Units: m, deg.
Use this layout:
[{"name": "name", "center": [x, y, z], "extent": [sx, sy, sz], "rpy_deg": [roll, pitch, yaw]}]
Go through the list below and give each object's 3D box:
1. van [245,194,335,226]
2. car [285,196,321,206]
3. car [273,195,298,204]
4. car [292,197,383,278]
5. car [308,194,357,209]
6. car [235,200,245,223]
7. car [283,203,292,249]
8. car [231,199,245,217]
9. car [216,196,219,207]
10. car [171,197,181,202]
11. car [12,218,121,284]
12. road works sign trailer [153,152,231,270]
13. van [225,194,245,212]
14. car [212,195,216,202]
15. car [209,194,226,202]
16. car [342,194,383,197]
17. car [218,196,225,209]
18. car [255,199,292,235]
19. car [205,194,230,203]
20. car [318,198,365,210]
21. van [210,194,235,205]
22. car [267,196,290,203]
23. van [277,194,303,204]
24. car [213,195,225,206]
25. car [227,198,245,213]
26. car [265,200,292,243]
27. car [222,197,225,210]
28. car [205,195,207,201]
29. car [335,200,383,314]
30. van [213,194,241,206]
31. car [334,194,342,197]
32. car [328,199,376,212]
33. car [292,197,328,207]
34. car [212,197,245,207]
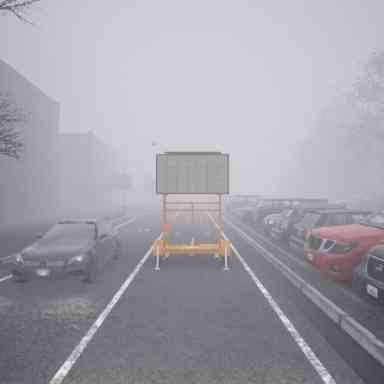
[{"name": "van", "center": [5.577, 1.261, 19.342], "extent": [4.442, 1.987, 1.878], "rpy_deg": [0, 0, 0]}, {"name": "car", "center": [18.617, 1.541, 55.870], "extent": [5.366, 1.575, 1.946], "rpy_deg": [0, 0, 0]}, {"name": "car", "center": [18.787, 1.460, 67.008], "extent": [4.553, 1.767, 2.185], "rpy_deg": [0, 0, 0]}, {"name": "car", "center": [5.656, 1.232, 8.129], "extent": [5.566, 2.045, 2.435], "rpy_deg": [0, 0, 0]}, {"name": "car", "center": [18.765, 1.255, 44.731], "extent": [5.566, 2.045, 2.435], "rpy_deg": [0, 0, 0]}, {"name": "car", "center": [5.690, 1.488, 22.145], "extent": [5.008, 1.535, 2.097], "rpy_deg": [0, 0, 0]}, {"name": "car", "center": [5.655, 1.359, 10.932], "extent": [4.553, 1.767, 2.185], "rpy_deg": [0, 0, 0]}, {"name": "car", "center": [5.668, 1.518, 24.948], "extent": [4.792, 1.488, 2.163], "rpy_deg": [0, 0, 0]}, {"name": "car", "center": [5.703, 1.494, 38.962], "extent": [5.008, 1.535, 2.097], "rpy_deg": [0, 0, 0]}, {"name": "car", "center": [-3.110, 1.711, 65.043], "extent": [1.895, 1.301, 4.718], "rpy_deg": [0, 0, 0]}, {"name": "car", "center": [-3.329, 1.533, 9.755], "extent": [1.812, 1.442, 4.674], "rpy_deg": [0, 0, 0]}, {"name": "road works sign trailer", "center": [0.015, 0.473, 11.049], "extent": [2.380, 3.560, 2.880], "rpy_deg": [0, 0, 1]}, {"name": "van", "center": [5.585, 1.265, 30.555], "extent": [4.442, 1.987, 1.878], "rpy_deg": [0, 0, 0]}, {"name": "car", "center": [5.711, 1.514, 47.367], "extent": [4.892, 1.521, 2.231], "rpy_deg": [0, 0, 0]}, {"name": "car", "center": [5.746, 1.271, 50.175], "extent": [5.566, 2.045, 2.435], "rpy_deg": [0, 0, 0]}, {"name": "car", "center": [18.756, 1.241, 33.714], "extent": [5.566, 2.045, 2.435], "rpy_deg": [0, 0, 0]}, {"name": "car", "center": [5.892, 1.489, 36.161], "extent": [5.366, 1.575, 1.946], "rpy_deg": [0, 0, 0]}, {"name": "car", "center": [5.722, 1.361, 16.539], "extent": [4.553, 1.767, 2.185], "rpy_deg": [0, 0, 0]}, {"name": "car", "center": [5.787, 1.388, 75.404], "extent": [5.566, 2.045, 2.435], "rpy_deg": [0, 0, 0]}, {"name": "car", "center": [18.785, 1.501, 41.944], "extent": [5.008, 1.535, 2.097], "rpy_deg": [0, 0, 0]}, {"name": "van", "center": [5.613, 1.336, 61.389], "extent": [4.442, 1.987, 1.878], "rpy_deg": [0, 0, 0]}, {"name": "car", "center": [18.833, 1.658, 72.575], "extent": [4.674, 1.452, 2.002], "rpy_deg": [0, 0, 0]}, {"name": "van", "center": [18.929, 1.347, 64.227], "extent": [4.442, 1.987, 1.878], "rpy_deg": [0, 0, 0]}, {"name": "car", "center": [5.684, 1.535, 44.569], "extent": [4.792, 1.488, 2.163], "rpy_deg": [0, 0, 0]}, {"name": "car", "center": [5.671, 1.519, 27.752], "extent": [4.792, 1.488, 2.163], "rpy_deg": [0, 0, 0]}, {"name": "car", "center": [5.657, 1.360, 13.736], "extent": [4.553, 1.767, 2.185], "rpy_deg": [0, 0, 0]}, {"name": "car", "center": [5.733, 1.521, 33.358], "extent": [4.792, 1.488, 2.163], "rpy_deg": [0, 0, 0]}, {"name": "car", "center": [5.767, 1.334, 66.994], "extent": [5.566, 2.045, 2.435], "rpy_deg": [0, 0, 0]}, {"name": "car", "center": [5.654, 1.232, 5.326], "extent": [5.566, 2.045, 2.435], "rpy_deg": [0, 0, 0]}, {"name": "van", "center": [5.839, 1.316, 55.782], "extent": [4.442, 1.987, 1.878], "rpy_deg": [0, 0, 0]}, {"name": "car", "center": [18.757, 1.242, 36.375], "extent": [5.566, 2.045, 2.435], "rpy_deg": [0, 0, 0]}, {"name": "car", "center": [18.786, 1.536, 39.283], "extent": [4.674, 1.452, 2.002], "rpy_deg": [0, 0, 0]}, {"name": "car", "center": [18.794, 1.534, 53.083], "extent": [5.008, 1.535, 2.097], "rpy_deg": [0, 0, 0]}, {"name": "car", "center": [5.714, 1.532, 52.978], "extent": [5.008, 1.535, 2.097], "rpy_deg": [0, 0, 0]}]
